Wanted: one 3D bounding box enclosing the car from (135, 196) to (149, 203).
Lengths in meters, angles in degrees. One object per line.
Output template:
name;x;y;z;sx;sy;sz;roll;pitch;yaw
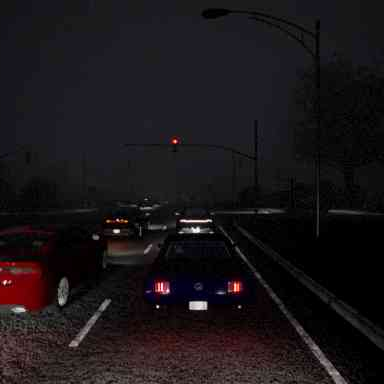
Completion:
car;-10.333;1.547;68.836;2.033;1.411;5.357;0;0;0

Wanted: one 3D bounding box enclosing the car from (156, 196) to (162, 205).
car;-6.928;1.601;58.970;1.895;1.301;4.718;0;0;0

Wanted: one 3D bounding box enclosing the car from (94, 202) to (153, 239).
car;-3.359;1.505;17.271;1.837;1.490;4.892;0;0;0

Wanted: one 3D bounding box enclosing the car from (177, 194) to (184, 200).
car;-3.224;1.328;95.040;1.882;1.535;5.008;0;0;1

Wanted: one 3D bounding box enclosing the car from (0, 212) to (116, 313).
car;-3.382;1.478;7.774;1.882;1.535;5.008;0;0;0

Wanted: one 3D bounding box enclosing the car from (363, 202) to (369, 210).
car;22.853;1.484;39.110;4.902;1.511;2.128;0;0;3

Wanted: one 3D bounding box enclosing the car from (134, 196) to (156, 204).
car;-6.736;1.564;47.977;1.994;1.385;4.181;0;0;-3

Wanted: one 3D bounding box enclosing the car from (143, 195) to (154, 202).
car;-10.306;1.540;79.476;2.033;1.411;5.357;0;0;0

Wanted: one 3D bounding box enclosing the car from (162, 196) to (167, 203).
car;-6.831;1.478;69.476;1.882;1.535;5.008;0;0;0

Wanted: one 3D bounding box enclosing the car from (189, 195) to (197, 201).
car;0.202;1.500;82.137;1.837;1.490;4.892;0;0;0

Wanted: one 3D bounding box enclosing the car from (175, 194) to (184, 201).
car;-3.290;1.532;84.631;2.033;1.411;5.357;0;0;0

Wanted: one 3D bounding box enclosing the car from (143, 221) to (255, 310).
car;0.119;1.601;7.747;1.895;1.301;4.718;0;0;0

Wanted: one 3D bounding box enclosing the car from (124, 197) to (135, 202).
car;-10.441;1.526;57.205;1.812;1.442;4.674;0;0;0

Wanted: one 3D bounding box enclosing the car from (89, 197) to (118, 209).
car;-12.039;1.492;45.723;2.128;1.511;4.902;0;0;22

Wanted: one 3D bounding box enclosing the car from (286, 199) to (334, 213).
car;12.808;1.491;36.174;4.902;1.511;2.128;0;0;3

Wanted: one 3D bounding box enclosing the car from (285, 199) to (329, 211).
car;13.677;1.526;39.628;4.674;1.442;1.812;0;0;5

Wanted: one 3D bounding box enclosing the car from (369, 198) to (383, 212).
car;22.228;1.470;35.638;5.008;1.535;1.882;0;0;3

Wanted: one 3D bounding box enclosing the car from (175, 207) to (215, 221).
car;0.151;1.491;17.009;2.128;1.511;4.902;0;0;-1
